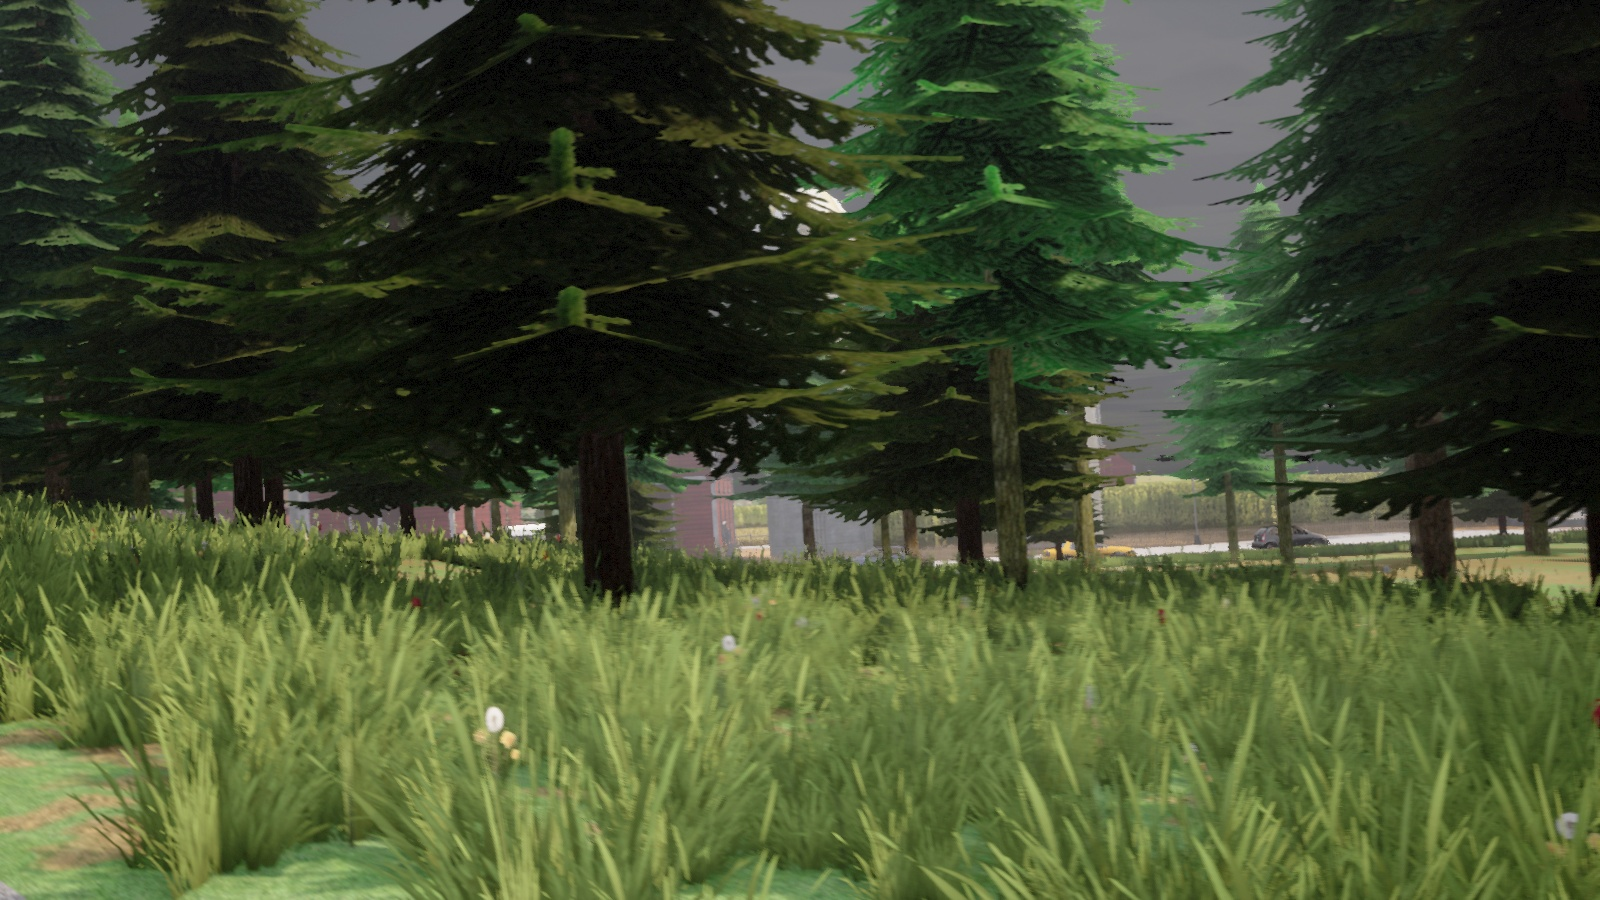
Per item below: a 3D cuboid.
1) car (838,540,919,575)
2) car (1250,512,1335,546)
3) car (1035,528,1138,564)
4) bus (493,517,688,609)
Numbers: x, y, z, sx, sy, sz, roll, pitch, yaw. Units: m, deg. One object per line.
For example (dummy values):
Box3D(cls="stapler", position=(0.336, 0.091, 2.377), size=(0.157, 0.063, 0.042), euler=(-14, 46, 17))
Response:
Box3D(cls="car", position=(4.697, 6.458, 75.562), size=(4.611, 1.667, 2.242), euler=(-5, -2, 1))
Box3D(cls="car", position=(28.128, 4.513, 71.820), size=(3.988, 1.617, 1.851), euler=(-5, -2, 1))
Box3D(cls="car", position=(16.386, 5.488, 71.939), size=(5.366, 1.575, 1.801), euler=(-5, -2, 1))
Box3D(cls="bus", position=(-11.919, 6.422, 72.281), size=(10.273, 4.253, 3.944), euler=(-5, -2, 1))
